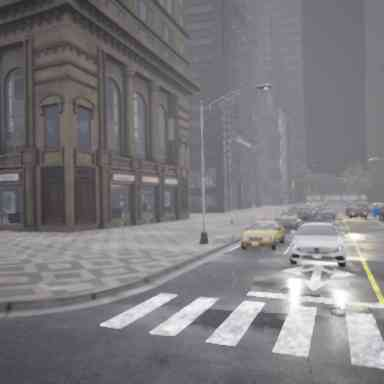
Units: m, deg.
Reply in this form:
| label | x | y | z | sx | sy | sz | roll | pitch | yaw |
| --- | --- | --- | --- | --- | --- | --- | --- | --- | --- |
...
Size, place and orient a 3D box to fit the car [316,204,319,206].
| label | x | y | z | sx | sy | sz | roll | pitch | yaw |
| --- | --- | --- | --- | --- | --- | --- | --- | --- | --- |
| car | 15.392 | 2.571 | 44.210 | 1.967 | 1.590 | 4.097 | -2 | -2 | 23 |

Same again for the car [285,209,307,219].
| label | x | y | z | sx | sy | sz | roll | pitch | yaw |
| --- | --- | --- | --- | --- | --- | --- | --- | --- | --- |
| car | 7.688 | 2.280 | 26.250 | 2.008 | 1.369 | 4.403 | -2 | -2 | 23 |

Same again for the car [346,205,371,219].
| label | x | y | z | sx | sy | sz | roll | pitch | yaw |
| --- | --- | --- | --- | --- | --- | --- | --- | --- | --- |
| car | 19.664 | 2.525 | 39.446 | 1.895 | 1.301 | 4.718 | -2 | -2 | 24 |

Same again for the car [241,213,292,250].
| label | x | y | z | sx | sy | sz | roll | pitch | yaw |
| --- | --- | --- | --- | --- | --- | --- | --- | --- | --- |
| car | 3.767 | 2.049 | 17.117 | 1.752 | 1.417 | 4.829 | -2 | -2 | 23 |

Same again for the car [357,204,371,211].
| label | x | y | z | sx | sy | sz | roll | pitch | yaw |
| --- | --- | --- | --- | --- | --- | --- | --- | --- | --- |
| car | 33.666 | 3.011 | 65.167 | 1.947 | 1.339 | 4.313 | -2 | -2 | 23 |

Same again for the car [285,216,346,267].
| label | x | y | z | sx | sy | sz | roll | pitch | yaw |
| --- | --- | --- | --- | --- | --- | --- | --- | --- | --- |
| car | 5.006 | 1.915 | 13.205 | 1.812 | 1.442 | 4.674 | -2 | -2 | 22 |

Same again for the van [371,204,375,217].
| label | x | y | z | sx | sy | sz | roll | pitch | yaw |
| --- | --- | --- | --- | --- | --- | --- | --- | --- | --- |
| van | 23.729 | 2.274 | 41.942 | 1.690 | 1.788 | 3.998 | -2 | -2 | 23 |

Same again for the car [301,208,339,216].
| label | x | y | z | sx | sy | sz | roll | pitch | yaw |
| --- | --- | --- | --- | --- | --- | --- | --- | --- | --- |
| car | 8.685 | 2.074 | 21.796 | 2.128 | 1.511 | 4.902 | -2 | -2 | 23 |

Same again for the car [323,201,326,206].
| label | x | y | z | sx | sy | sz | roll | pitch | yaw |
| --- | --- | --- | --- | --- | --- | --- | --- | --- | --- |
| car | 27.607 | 3.301 | 72.663 | 1.887 | 1.381 | 4.507 | -2 | -2 | 23 |

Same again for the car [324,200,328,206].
| label | x | y | z | sx | sy | sz | roll | pitch | yaw |
| --- | --- | --- | --- | --- | --- | --- | --- | --- | --- |
| car | 33.969 | 3.617 | 87.485 | 2.008 | 1.369 | 4.403 | -2 | -2 | 23 |

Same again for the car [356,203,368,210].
| label | x | y | z | sx | sy | sz | roll | pitch | yaw |
| --- | --- | --- | --- | --- | --- | --- | --- | --- | --- |
| car | 35.717 | 3.113 | 69.948 | 1.947 | 1.339 | 4.313 | -2 | -2 | 23 |

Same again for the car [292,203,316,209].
| label | x | y | z | sx | sy | sz | roll | pitch | yaw |
| --- | --- | --- | --- | --- | --- | --- | --- | --- | --- |
| car | 11.535 | 2.246 | 35.237 | 2.192 | 1.841 | 5.009 | -2 | -2 | 23 |

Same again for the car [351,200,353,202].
| label | x | y | z | sx | sy | sz | roll | pitch | yaw |
| --- | --- | --- | --- | --- | --- | --- | --- | --- | --- |
| car | 41.938 | 3.376 | 84.445 | 1.752 | 1.417 | 4.829 | -2 | -2 | 23 |

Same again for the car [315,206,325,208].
| label | x | y | z | sx | sy | sz | roll | pitch | yaw |
| --- | --- | --- | --- | --- | --- | --- | --- | --- | --- |
| car | 12.748 | 2.321 | 31.237 | 1.812 | 1.442 | 4.674 | -2 | -2 | 23 |

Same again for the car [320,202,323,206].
| label | x | y | z | sx | sy | sz | roll | pitch | yaw |
| --- | --- | --- | --- | --- | --- | --- | --- | --- | --- |
| car | 21.243 | 2.873 | 57.842 | 1.967 | 1.590 | 4.097 | -2 | -2 | 23 |

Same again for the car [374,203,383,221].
| label | x | y | z | sx | sy | sz | roll | pitch | yaw |
| --- | --- | --- | --- | --- | --- | --- | --- | --- | --- |
| car | 19.705 | 2.039 | 32.599 | 2.192 | 1.841 | 5.009 | -2 | -2 | 23 |

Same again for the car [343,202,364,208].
| label | x | y | z | sx | sy | sz | roll | pitch | yaw |
| --- | --- | --- | --- | --- | --- | --- | --- | --- | --- |
| car | 23.696 | 2.613 | 48.922 | 1.882 | 1.535 | 5.008 | -2 | -2 | 23 |
